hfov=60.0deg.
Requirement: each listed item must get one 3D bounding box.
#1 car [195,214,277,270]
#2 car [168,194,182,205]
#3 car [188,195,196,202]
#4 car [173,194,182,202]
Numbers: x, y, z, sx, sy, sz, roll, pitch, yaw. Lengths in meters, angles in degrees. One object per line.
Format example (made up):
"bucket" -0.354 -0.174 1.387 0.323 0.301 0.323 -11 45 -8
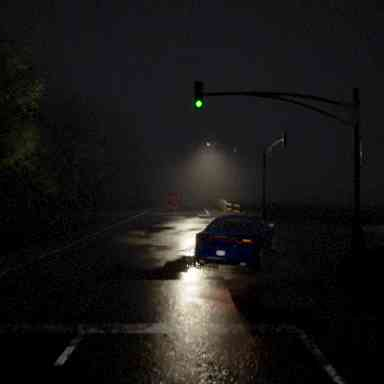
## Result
"car" 1.663 1.496 11.375 1.882 1.535 5.008 -1 0 21
"car" -3.403 1.308 63.557 2.150 2.045 5.566 0 0 0
"car" -0.004 1.610 81.398 1.837 1.490 4.892 0 0 0
"car" -3.504 1.466 82.373 2.097 1.767 4.553 0 0 0
